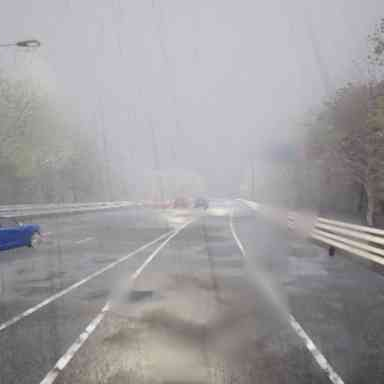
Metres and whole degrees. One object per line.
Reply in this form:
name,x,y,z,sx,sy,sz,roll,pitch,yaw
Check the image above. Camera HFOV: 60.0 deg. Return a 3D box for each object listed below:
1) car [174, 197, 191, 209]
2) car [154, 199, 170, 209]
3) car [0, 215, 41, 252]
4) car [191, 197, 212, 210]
car,-1.757,1.935,57.934,2.150,2.045,5.566,0,-1,7
car,-5.236,2.048,58.326,2.097,1.767,4.553,0,-1,7
car,-7.639,1.564,12.380,1.882,1.535,5.008,0,-1,7
car,1.707,1.950,57.425,2.150,2.045,5.566,0,-1,7
